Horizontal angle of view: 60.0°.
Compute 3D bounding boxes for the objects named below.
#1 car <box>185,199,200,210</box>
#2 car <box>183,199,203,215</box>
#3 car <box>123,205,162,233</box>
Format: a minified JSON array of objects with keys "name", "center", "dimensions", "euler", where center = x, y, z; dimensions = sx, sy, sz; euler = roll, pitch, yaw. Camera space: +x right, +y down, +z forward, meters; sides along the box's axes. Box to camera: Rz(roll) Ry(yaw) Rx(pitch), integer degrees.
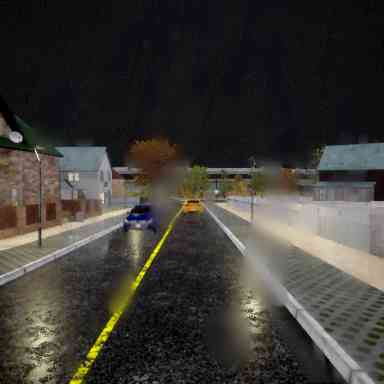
[{"name":"car","center":[0.129,1.602,44.491],"dimensions":[1.895,1.301,4.718],"euler":[0,0,0]},{"name":"car","center":[0.123,1.471,33.957],"dimensions":[1.882,1.535,5.008],"euler":[0,0,0]},{"name":"car","center":[-2.834,1.518,19.846],"dimensions":[1.812,1.442,4.674],"euler":[0,0,0]}]
